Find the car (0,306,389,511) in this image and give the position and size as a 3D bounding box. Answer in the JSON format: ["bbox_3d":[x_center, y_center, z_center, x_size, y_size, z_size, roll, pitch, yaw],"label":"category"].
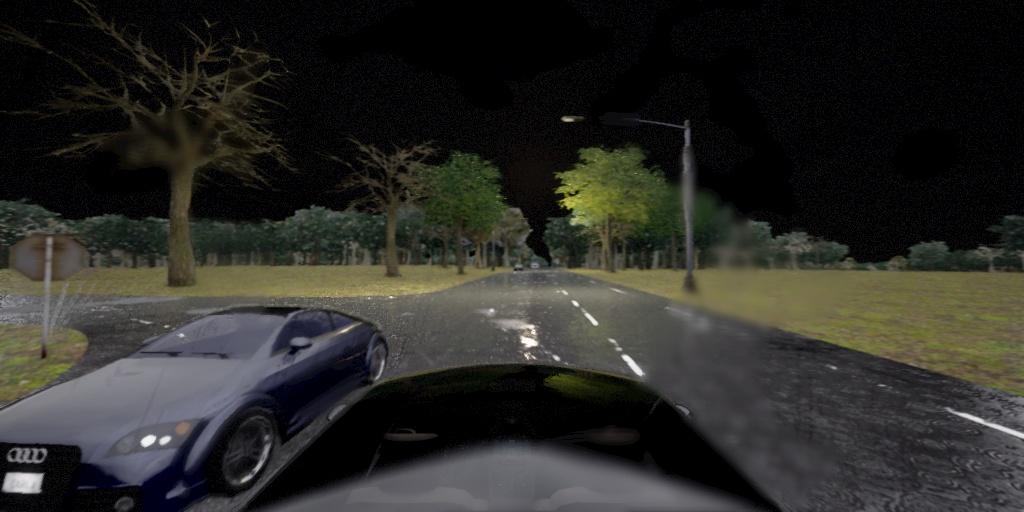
[{"bbox_3d":[-3.173,1.350,4.411,1.994,1.385,4.181,0,0,4],"label":"car"}]
